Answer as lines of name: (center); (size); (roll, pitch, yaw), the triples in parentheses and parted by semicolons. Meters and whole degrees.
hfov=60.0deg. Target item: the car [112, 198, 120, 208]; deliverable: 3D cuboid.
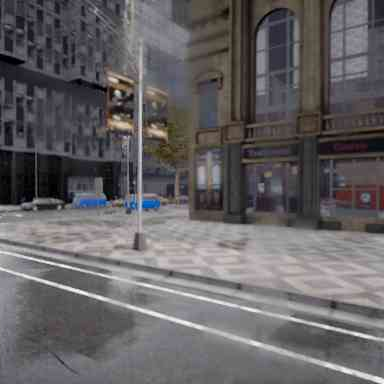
car: (-8.635, 1.233, 42.854); (1.752, 1.417, 4.829); (1, 0, 36)

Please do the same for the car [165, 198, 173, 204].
car: (-5.348, 1.223, 47.411); (1.752, 1.417, 4.829); (1, 0, 36)

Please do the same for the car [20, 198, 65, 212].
car: (-15.109, 1.280, 33.879); (2.008, 1.369, 4.403); (1, 0, 36)

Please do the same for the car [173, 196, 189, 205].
car: (-1.962, 1.239, 52.106); (2.008, 1.369, 4.403); (1, 0, 36)

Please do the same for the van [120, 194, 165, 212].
van: (-4.906, 1.112, 33.449); (1.690, 1.788, 3.998); (1, 0, 36)

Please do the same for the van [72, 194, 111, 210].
van: (-11.821, 1.059, 38.435); (1.690, 1.788, 3.998); (1, 0, 36)
